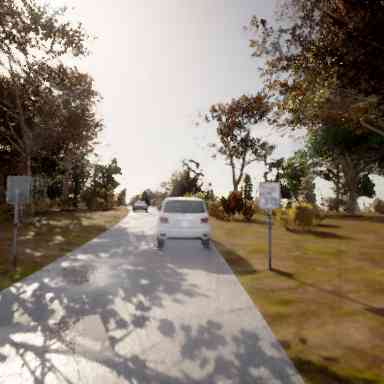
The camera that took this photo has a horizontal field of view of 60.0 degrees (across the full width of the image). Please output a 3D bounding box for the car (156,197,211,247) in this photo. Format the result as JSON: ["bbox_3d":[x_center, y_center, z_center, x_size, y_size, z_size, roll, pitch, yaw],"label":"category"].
[{"bbox_3d":[-0.445,1.252,15.216,2.150,2.045,5.566,1,0,-4],"label":"car"}]

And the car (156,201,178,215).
[{"bbox_3d":[-2.956,1.786,38.358,2.033,1.411,5.357,1,-1,-9],"label":"car"}]

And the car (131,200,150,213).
[{"bbox_3d":[-6.317,1.754,40.600,1.812,1.442,4.674,1,-1,-9],"label":"car"}]
